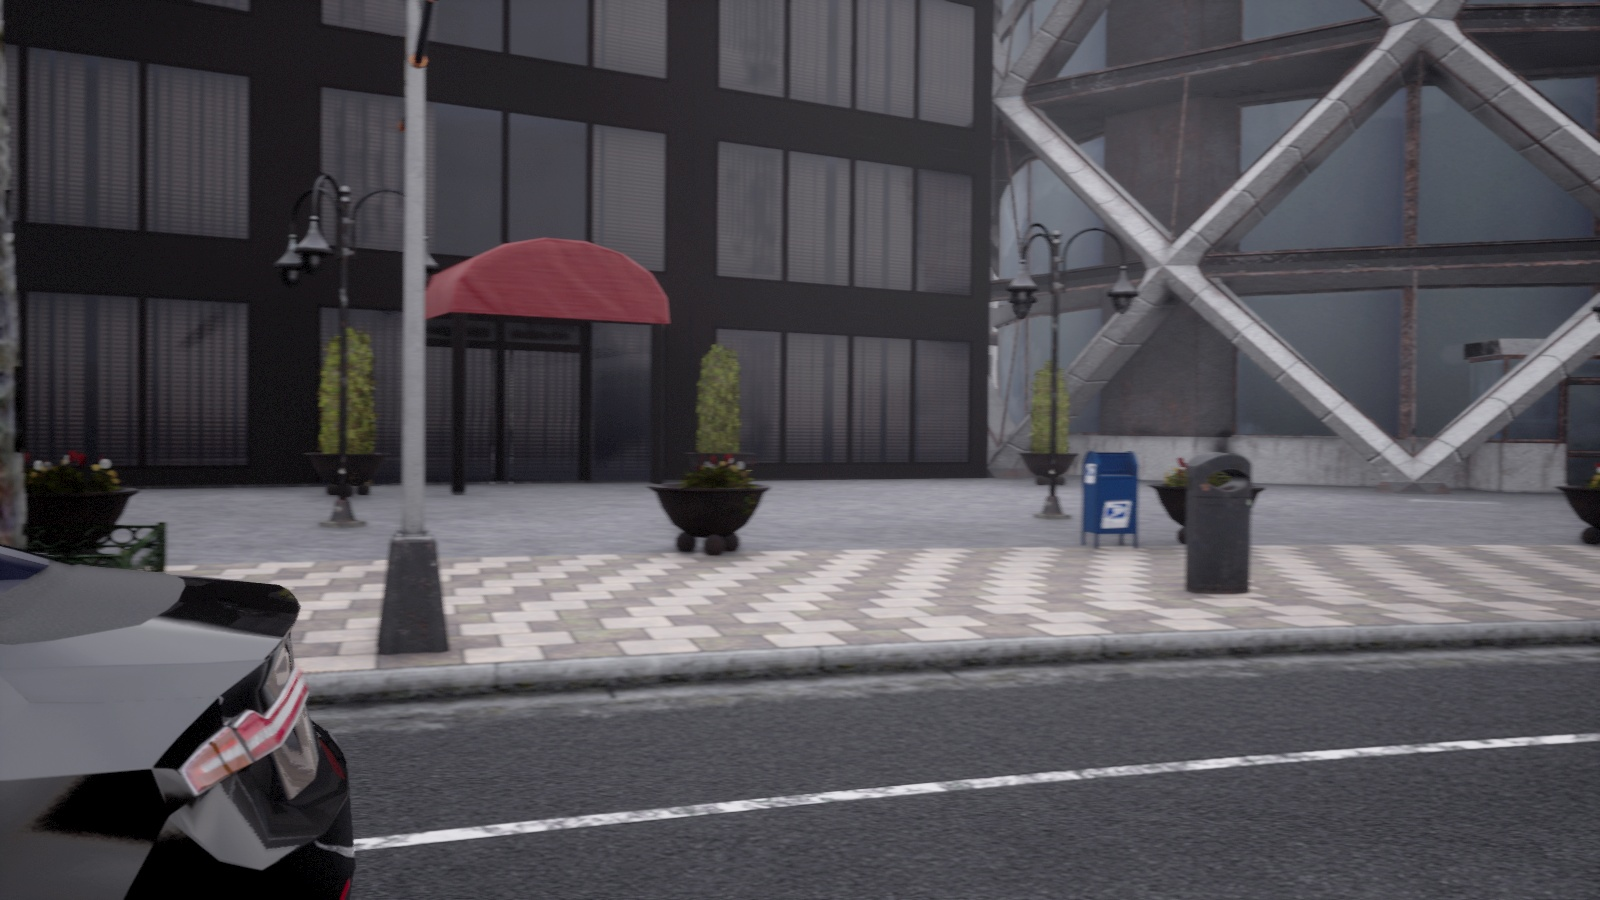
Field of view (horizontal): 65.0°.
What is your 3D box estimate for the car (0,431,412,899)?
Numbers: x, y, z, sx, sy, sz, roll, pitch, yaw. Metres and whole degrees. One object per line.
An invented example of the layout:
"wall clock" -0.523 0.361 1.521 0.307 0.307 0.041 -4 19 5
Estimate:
"car" -3.257 0.755 1.914 4.902 1.511 2.128 -1 1 -23
